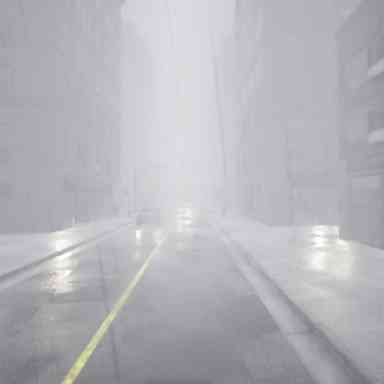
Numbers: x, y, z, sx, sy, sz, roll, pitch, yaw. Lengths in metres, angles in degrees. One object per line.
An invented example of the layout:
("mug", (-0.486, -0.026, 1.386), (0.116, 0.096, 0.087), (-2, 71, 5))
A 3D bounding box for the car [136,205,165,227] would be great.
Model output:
("car", (-3.087, 1.795, 25.497), (1.837, 1.490, 4.892), (0, -1, 0))

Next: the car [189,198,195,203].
("car", (-0.006, 2.352, 91.610), (2.033, 1.411, 5.357), (0, -1, 0))
